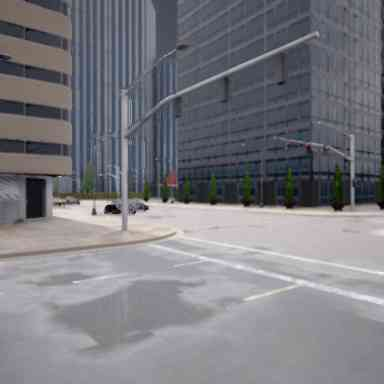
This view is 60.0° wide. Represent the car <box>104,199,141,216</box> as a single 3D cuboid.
[{"bbox_3d":[-7.187,1.595,33.267,1.994,1.385,4.181,0,0,-37],"label":"car"}]

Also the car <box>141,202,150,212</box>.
[{"bbox_3d":[-6.918,1.571,38.736,2.033,1.411,5.357,0,0,-37],"label":"car"}]

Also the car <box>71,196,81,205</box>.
[{"bbox_3d":[-20.621,1.542,57.122,1.837,1.490,4.892,0,0,-37],"label":"car"}]

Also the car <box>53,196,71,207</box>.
[{"bbox_3d":[-20.800,1.519,51.466,1.882,1.535,5.008,0,0,-36],"label":"car"}]
